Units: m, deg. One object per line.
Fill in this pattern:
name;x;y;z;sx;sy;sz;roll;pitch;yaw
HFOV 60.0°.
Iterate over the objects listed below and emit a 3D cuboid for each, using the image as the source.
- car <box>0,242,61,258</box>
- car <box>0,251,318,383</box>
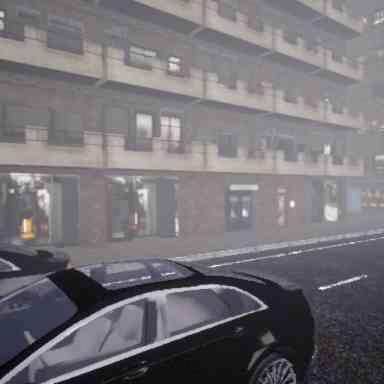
car;-4.179;1.493;4.697;4.902;1.511;2.128;0;0;-35
car;-0.871;1.490;3.064;4.902;1.511;2.128;0;0;-35
